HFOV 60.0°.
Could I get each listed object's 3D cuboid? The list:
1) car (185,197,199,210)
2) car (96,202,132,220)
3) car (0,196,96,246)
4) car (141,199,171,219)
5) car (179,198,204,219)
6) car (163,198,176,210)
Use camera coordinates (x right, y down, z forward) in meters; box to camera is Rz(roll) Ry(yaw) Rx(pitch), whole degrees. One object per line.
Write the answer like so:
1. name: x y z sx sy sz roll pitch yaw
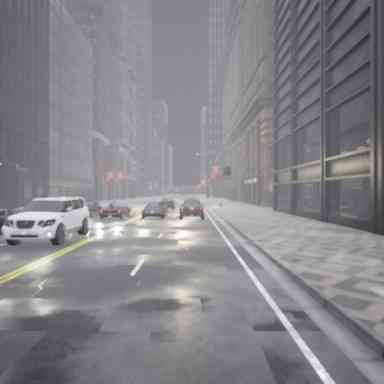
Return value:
1. car: 0.036 1.546 44.658 1.837 1.490 4.892 0 1 0
2. car: -6.517 1.627 28.680 1.895 1.301 4.718 0 0 0
3. car: -6.606 1.235 15.852 2.150 2.045 5.566 0 0 0
4. car: -3.251 1.592 29.431 1.994 1.385 4.181 0 0 0
5. car: -0.004 1.380 29.198 2.097 1.767 4.553 0 0 0
6. car: -3.215 1.546 44.615 1.837 1.490 4.892 0 1 0
